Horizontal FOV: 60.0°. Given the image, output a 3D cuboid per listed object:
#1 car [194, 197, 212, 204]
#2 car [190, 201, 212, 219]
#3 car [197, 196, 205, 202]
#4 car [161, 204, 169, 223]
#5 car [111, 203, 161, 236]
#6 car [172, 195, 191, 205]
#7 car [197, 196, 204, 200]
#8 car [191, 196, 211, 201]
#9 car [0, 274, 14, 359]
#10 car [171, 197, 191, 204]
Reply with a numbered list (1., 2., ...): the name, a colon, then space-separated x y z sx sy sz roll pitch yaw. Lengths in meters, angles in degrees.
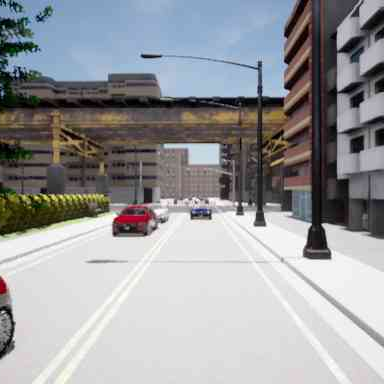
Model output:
1. car: 2.036 1.525 62.758 1.853 1.218 4.536 0 0 -19
2. car: 0.813 1.710 29.819 1.895 1.301 4.718 0 0 1
3. car: 2.350 1.779 89.306 2.038 1.542 4.974 0 0 1
4. car: -2.877 1.632 26.229 1.812 1.442 4.674 0 0 1
5. car: -3.149 1.547 18.943 1.882 1.535 5.008 0 0 2
6. car: -2.099 1.683 63.120 2.038 1.542 4.974 0 0 26
7. car: 2.351 1.622 89.358 1.853 1.218 4.536 0 0 1
8. car: 2.053 1.682 62.709 2.038 1.542 4.974 0 0 -19
9. car: -3.607 1.398 2.897 2.097 1.767 4.553 0 -1 0
10. car: -2.076 1.526 63.168 1.853 1.218 4.536 0 0 26
